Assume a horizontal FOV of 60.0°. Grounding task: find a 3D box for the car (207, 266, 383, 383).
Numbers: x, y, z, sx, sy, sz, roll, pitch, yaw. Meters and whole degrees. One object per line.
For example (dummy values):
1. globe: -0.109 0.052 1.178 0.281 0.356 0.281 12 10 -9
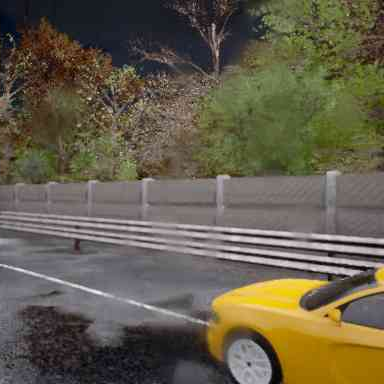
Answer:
1. car: 2.477 1.541 3.525 5.008 1.535 1.882 0 -1 37
